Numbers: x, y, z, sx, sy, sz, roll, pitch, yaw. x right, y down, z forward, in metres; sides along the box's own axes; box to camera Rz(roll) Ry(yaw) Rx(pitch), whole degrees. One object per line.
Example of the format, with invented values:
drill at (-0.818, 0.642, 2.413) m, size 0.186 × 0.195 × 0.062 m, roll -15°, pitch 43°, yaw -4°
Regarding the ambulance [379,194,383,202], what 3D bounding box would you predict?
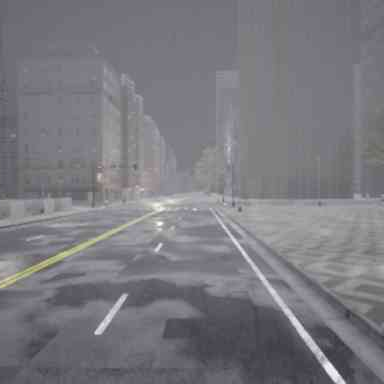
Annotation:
ambulance at (38.507, 0.631, 62.276) m, size 6.366 × 2.431 × 2.351 m, roll 0°, pitch 1°, yaw -6°
